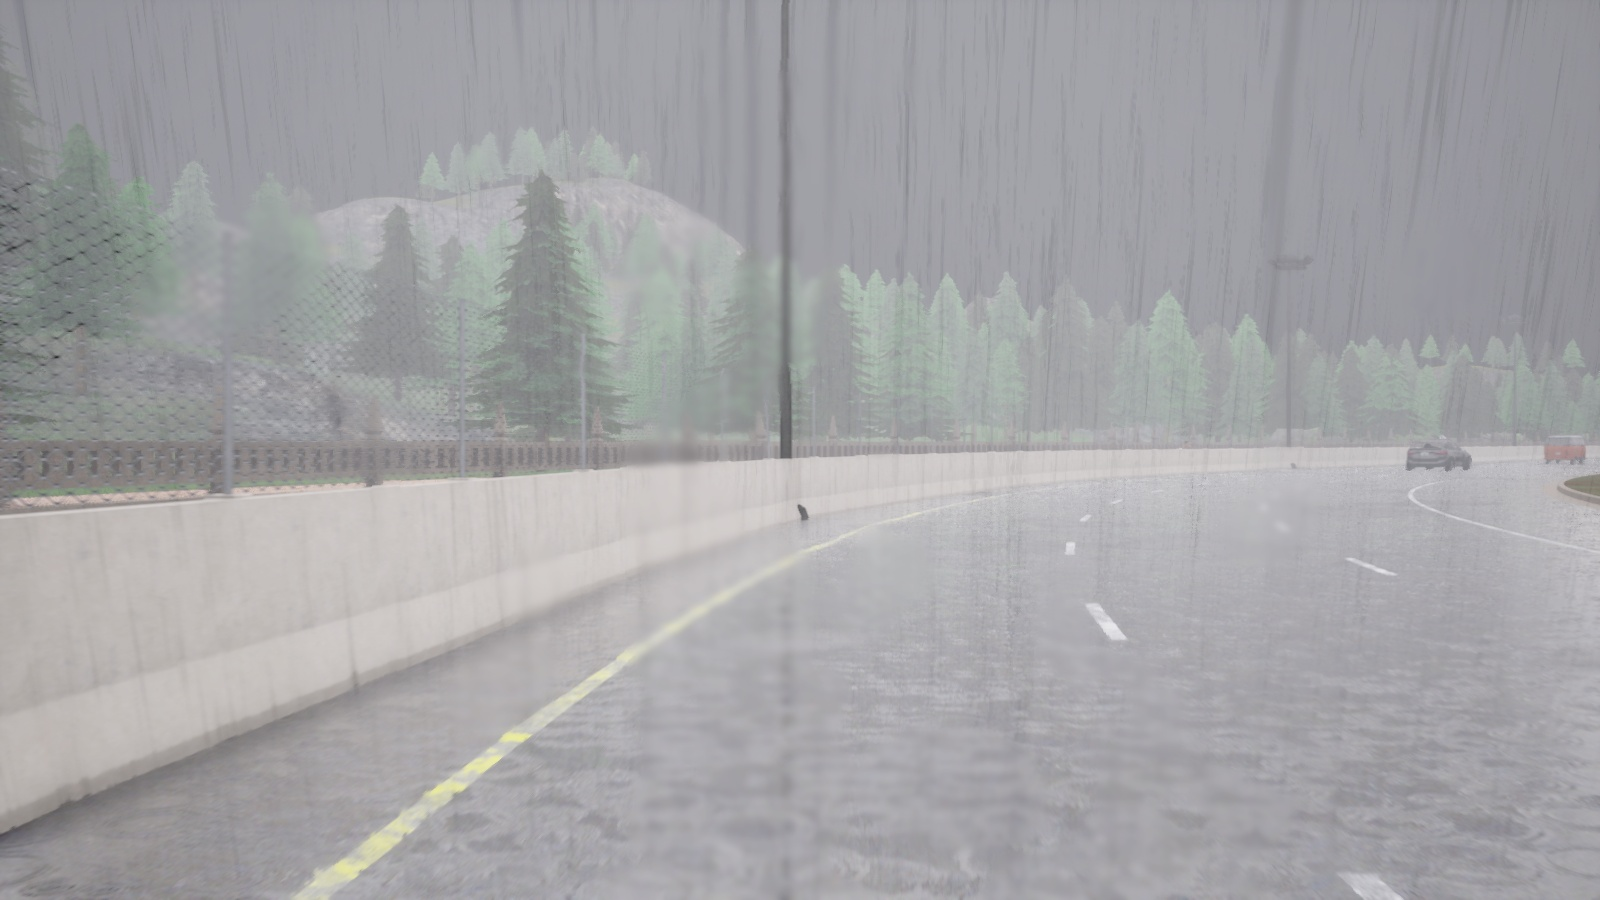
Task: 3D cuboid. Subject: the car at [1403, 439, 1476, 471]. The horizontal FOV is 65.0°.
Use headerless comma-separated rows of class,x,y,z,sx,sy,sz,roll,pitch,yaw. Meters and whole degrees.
car,34.144,0.247,66.983,2.242,1.667,4.611,0,0,44
